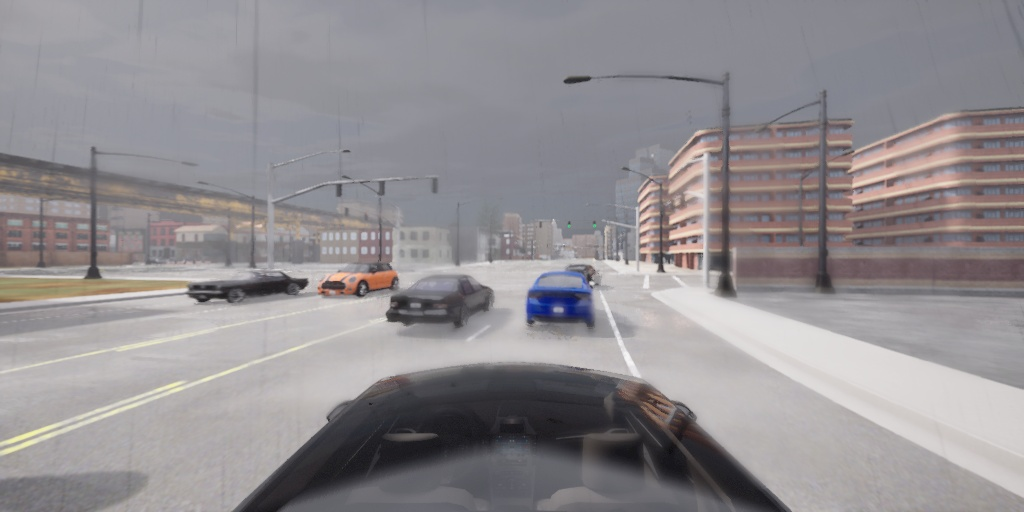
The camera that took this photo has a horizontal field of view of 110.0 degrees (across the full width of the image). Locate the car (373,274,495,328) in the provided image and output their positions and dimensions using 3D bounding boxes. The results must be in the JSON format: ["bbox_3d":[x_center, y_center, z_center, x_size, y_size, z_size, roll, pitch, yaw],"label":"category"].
[{"bbox_3d":[-1.980,1.301,11.527,2.033,1.411,5.357,0,0,10],"label":"car"}]

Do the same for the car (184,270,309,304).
[{"bbox_3d":[-11.908,1.331,16.497,1.895,1.301,4.718,0,0,12],"label":"car"}]

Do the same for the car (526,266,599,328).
[{"bbox_3d":[1.628,1.238,11.576,1.882,1.535,5.008,0,0,10],"label":"car"}]

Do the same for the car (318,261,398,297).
[{"bbox_3d":[-7.835,1.103,18.735,2.097,1.767,4.553,0,0,12],"label":"car"}]

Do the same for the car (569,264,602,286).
[{"bbox_3d":[4.544,1.281,23.257,1.837,1.490,4.892,0,0,23],"label":"car"}]
